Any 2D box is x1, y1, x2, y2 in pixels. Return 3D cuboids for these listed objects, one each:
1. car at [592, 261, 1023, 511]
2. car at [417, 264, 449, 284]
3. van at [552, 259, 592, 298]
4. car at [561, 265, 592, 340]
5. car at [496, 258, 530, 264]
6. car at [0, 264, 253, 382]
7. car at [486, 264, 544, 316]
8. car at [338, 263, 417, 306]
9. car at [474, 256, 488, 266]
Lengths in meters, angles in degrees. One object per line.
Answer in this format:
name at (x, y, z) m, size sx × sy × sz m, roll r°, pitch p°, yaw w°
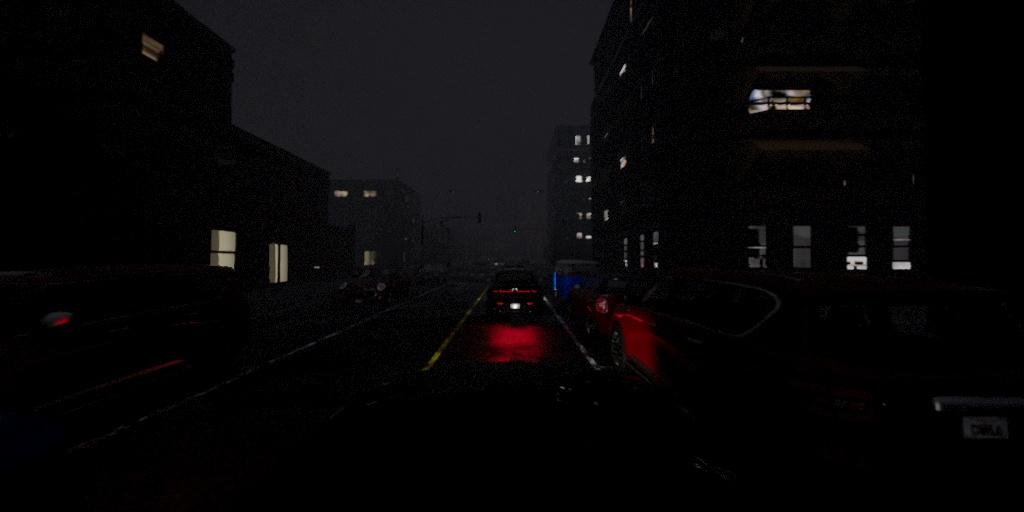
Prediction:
car at (2.691, 1.056, 4.442) m, size 2.192 × 1.841 × 5.009 m, roll 0°, pitch 0°, yaw 0°
car at (-5.691, 1.224, 26.078) m, size 2.007 × 1.370 × 4.403 m, roll 0°, pitch 0°, yaw 0°
van at (2.691, 1.048, 15.257) m, size 1.690 × 1.789 × 3.998 m, roll 0°, pitch 0°, yaw 0°
car at (2.691, 1.164, 9.849) m, size 1.967 × 1.591 × 4.097 m, roll 0°, pitch 0°, yaw 0°
car at (0.100, 1.158, 28.282) m, size 2.128 × 1.511 × 4.902 m, roll 0°, pitch 0°, yaw 0°
car at (-5.690, 1.056, 4.449) m, size 2.192 × 1.841 × 5.009 m, roll 0°, pitch 0°, yaw 0°
car at (0.098, 1.221, 13.169) m, size 1.837 × 1.490 × 4.892 m, roll 0°, pitch 1°, yaw 0°
car at (-5.690, 1.148, 15.264) m, size 1.967 × 1.591 × 4.097 m, roll 0°, pitch 0°, yaw 0°
car at (-5.768, 1.098, 64.034) m, size 1.888 × 1.381 × 4.507 m, roll 0°, pitch 0°, yaw 0°
